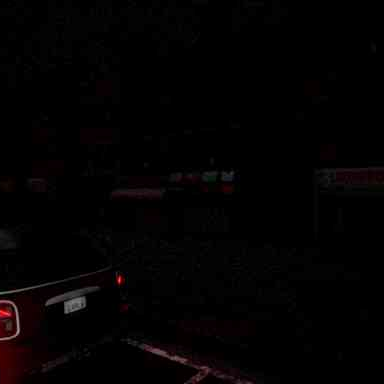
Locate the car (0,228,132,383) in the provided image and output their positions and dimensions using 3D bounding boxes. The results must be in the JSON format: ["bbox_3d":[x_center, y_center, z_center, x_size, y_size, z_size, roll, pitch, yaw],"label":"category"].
[{"bbox_3d":[-3.109,1.350,5.164,4.553,1.767,2.097,0,0,36],"label":"car"}]
